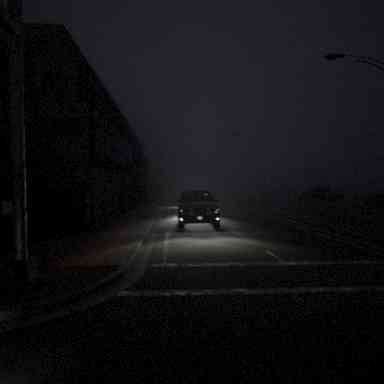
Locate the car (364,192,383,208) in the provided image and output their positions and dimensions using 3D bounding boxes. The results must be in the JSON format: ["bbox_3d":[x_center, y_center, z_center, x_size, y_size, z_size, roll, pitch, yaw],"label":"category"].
[{"bbox_3d":[17.476,0.491,28.391,5.027,1.636,2.152,-1,1,-4],"label":"car"}]

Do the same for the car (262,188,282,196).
[{"bbox_3d":[15.107,0.068,62.592,3.633,1.501,1.845,-1,1,-4],"label":"car"}]

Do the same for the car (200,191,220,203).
[{"bbox_3d":[2.370,0.633,45.030,2.128,1.511,4.902,-1,1,-3],"label":"car"}]

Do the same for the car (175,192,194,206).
[{"bbox_3d":[-0.935,0.823,39.791,2.033,1.411,5.357,-1,1,-2],"label":"car"}]

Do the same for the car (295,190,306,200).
[{"bbox_3d":[16.104,0.143,44.032,4.605,1.855,1.932,-1,1,-4],"label":"car"}]

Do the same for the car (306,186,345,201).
[{"bbox_3d":[16.693,0.173,41.157,3.866,1.878,1.905,-1,1,-4],"label":"car"}]

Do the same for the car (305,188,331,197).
[{"bbox_3d":[22.696,0.055,60.070,3.806,1.475,1.970,-1,1,-4],"label":"car"}]

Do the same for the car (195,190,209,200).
[{"bbox_3d":[1.636,0.451,55.430,1.837,1.490,4.892,-1,1,-3],"label":"car"}]

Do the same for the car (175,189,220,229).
[{"bbox_3d":[0.241,0.884,19.295,2.150,2.045,5.566,-1,1,-3],"label":"car"}]

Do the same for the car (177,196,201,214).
[{"bbox_3d":[-0.368,1.071,29.517,1.895,1.301,4.718,-1,1,-3],"label":"car"}]
